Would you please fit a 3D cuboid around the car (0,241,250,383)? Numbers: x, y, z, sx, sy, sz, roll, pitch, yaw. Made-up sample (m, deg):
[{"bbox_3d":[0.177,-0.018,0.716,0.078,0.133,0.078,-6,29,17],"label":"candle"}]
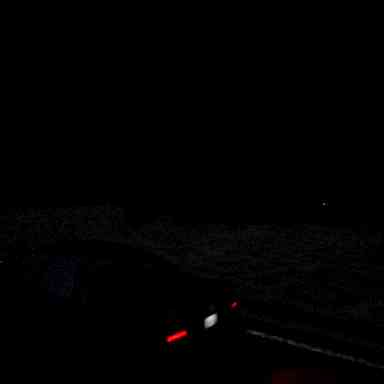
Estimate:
[{"bbox_3d":[-1.806,1.536,5.358,5.357,1.411,2.033,0,0,36],"label":"car"}]
